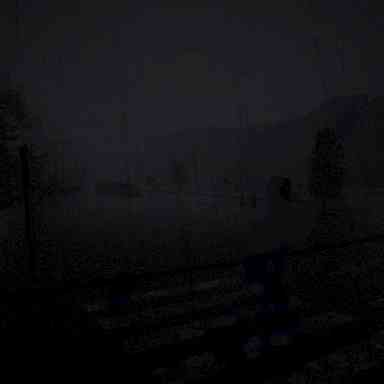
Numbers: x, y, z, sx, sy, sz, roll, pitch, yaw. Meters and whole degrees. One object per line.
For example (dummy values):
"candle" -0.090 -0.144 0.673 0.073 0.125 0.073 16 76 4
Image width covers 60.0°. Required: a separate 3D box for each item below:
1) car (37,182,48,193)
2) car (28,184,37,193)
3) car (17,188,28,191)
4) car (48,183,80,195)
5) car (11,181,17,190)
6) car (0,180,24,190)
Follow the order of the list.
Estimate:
"car" -21.567 -0.630 52.962 2.231 1.521 4.892 1 6 17
"car" -23.971 -0.726 54.684 2.002 1.452 4.674 1 6 16
"car" -26.373 -0.901 56.388 2.097 1.535 5.008 1 6 16
"car" -19.200 -0.457 51.181 2.163 1.488 4.792 1 6 17
"car" -28.813 -1.152 58.021 2.185 1.767 4.553 1 5 15
"car" -33.693 -1.281 61.359 2.231 1.521 4.892 1 5 14
